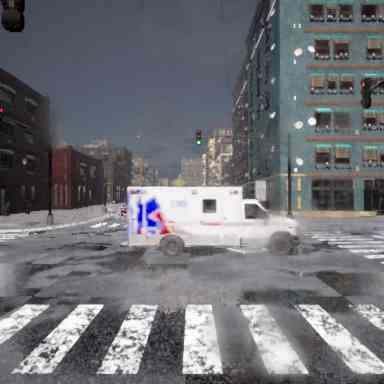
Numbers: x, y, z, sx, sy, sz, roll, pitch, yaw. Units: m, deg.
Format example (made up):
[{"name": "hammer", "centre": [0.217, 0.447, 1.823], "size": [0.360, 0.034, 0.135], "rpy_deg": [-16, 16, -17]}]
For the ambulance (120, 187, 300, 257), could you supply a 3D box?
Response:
[{"name": "ambulance", "centre": [0.688, 1.039, 12.484], "size": [6.366, 2.431, 2.351], "rpy_deg": [0, 0, 1]}]

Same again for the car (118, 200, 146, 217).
[{"name": "car", "centre": [-5.753, 1.553, 32.561], "size": [1.887, 1.381, 4.507], "rpy_deg": [1, 0, 0]}]
